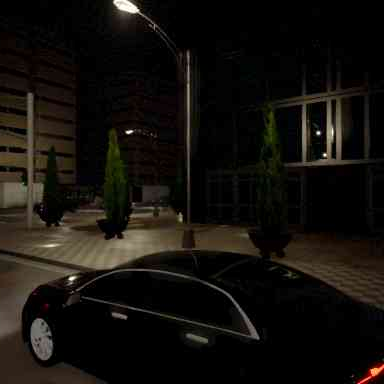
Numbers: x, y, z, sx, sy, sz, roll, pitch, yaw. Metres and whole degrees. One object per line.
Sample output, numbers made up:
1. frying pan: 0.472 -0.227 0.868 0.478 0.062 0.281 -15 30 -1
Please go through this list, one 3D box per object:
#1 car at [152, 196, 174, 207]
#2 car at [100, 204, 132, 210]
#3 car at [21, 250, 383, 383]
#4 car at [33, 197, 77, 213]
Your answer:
1. car: -4.144 1.407 51.964 2.097 1.767 4.553 0 0 35
2. car: -9.910 1.581 43.788 1.812 1.442 4.674 0 0 35
3. car: -0.215 1.505 4.143 4.892 1.490 1.837 0 0 36
4. car: -15.032 1.408 36.538 2.097 1.767 4.553 0 0 35
